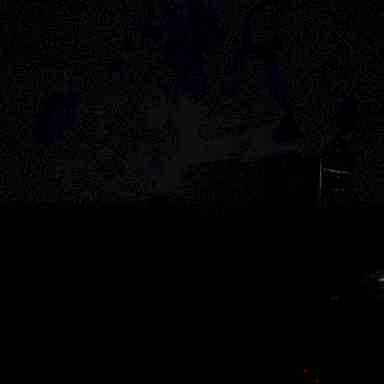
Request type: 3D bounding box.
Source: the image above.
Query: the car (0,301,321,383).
[{"bbox_3d":[-1.313,1.547,1.808,5.357,1.411,2.033,0,0,-42],"label":"car"}]
